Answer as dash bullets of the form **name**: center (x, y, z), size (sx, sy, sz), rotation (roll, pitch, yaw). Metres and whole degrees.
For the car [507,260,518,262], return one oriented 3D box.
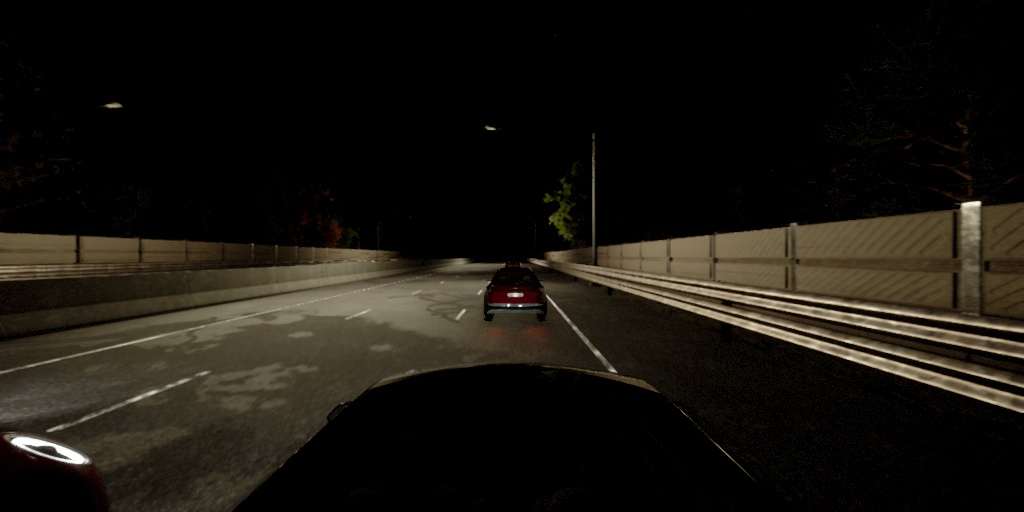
- **car**: center (0.092, 1.267, 42.786), size (1.837, 1.490, 4.892), rotation (0, 0, 0)

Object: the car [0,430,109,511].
- **car**: center (-3.399, 1.100, 0.156), size (2.097, 1.767, 4.553), rotation (0, 0, 0)

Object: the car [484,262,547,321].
- **car**: center (0.098, 1.183, 12.530), size (2.033, 1.649, 4.856), rotation (0, 0, 0)
